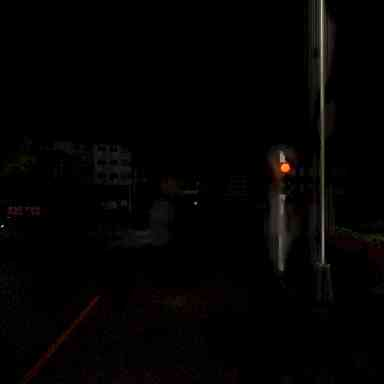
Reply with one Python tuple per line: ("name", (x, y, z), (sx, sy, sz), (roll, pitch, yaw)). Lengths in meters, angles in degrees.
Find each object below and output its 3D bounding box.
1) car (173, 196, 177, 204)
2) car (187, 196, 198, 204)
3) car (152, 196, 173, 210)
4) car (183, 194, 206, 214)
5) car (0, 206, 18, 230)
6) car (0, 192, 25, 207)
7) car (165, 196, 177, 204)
("car", (-4.008, 1.491, 53.028), (2.128, 1.511, 4.902), (0, 0, 0))
("car", (0.107, 1.547, 66.178), (2.033, 1.411, 5.357), (0, 0, 0))
("car", (-4.031, 1.491, 43.064), (2.128, 1.511, 4.902), (0, 0, 0))
("car", (0.280, 1.221, 35.519), (2.150, 2.045, 5.566), (0, 0, -1))
("car", (-12.775, 1.601, 18.674), (4.718, 1.301, 1.895), (0, 0, 1))
("car", (-19.702, 0.985, 34.984), (1.905, 1.878, 3.866), (0, 0, 35))
("car", (-3.953, 1.477, 63.202), (1.882, 1.535, 5.008), (0, 0, 0))
